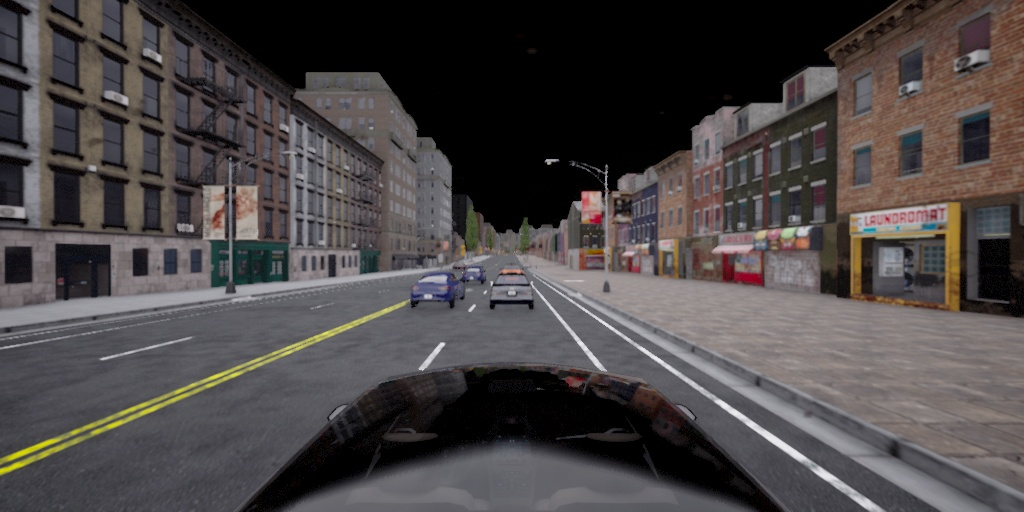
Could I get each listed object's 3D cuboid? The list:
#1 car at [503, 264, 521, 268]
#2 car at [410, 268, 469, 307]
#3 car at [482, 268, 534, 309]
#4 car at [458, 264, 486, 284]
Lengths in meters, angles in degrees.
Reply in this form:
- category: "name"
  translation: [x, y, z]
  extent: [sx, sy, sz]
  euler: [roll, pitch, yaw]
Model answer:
- category: "car"
  translation: [-0.012, 1.461, 30.916]
  extent: [2.097, 1.767, 4.553]
  euler: [0, -1, 0]
- category: "car"
  translation: [-3.253, 1.432, 16.226]
  extent: [1.812, 1.442, 4.674]
  euler: [0, -1, 0]
- category: "car"
  translation: [-0.006, 1.448, 15.829]
  extent: [2.033, 1.411, 5.357]
  euler: [0, -1, 0]
- category: "car"
  translation: [-3.260, 1.641, 31.234]
  extent: [1.812, 1.442, 4.674]
  euler: [0, -1, 0]
